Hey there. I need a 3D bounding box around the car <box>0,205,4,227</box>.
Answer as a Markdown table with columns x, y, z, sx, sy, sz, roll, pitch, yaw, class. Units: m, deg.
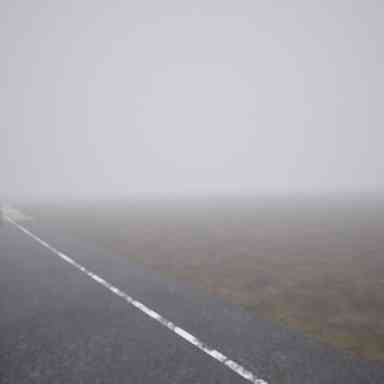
| x | y | z | sx | sy | sz | roll | pitch | yaw | class |
| --- | --- | --- | --- | --- | --- | --- | --- | --- | --- |
| -12.028 | 1.179 | 19.142 | 1.837 | 1.490 | 4.892 | 0 | 1 | -34 | car |
